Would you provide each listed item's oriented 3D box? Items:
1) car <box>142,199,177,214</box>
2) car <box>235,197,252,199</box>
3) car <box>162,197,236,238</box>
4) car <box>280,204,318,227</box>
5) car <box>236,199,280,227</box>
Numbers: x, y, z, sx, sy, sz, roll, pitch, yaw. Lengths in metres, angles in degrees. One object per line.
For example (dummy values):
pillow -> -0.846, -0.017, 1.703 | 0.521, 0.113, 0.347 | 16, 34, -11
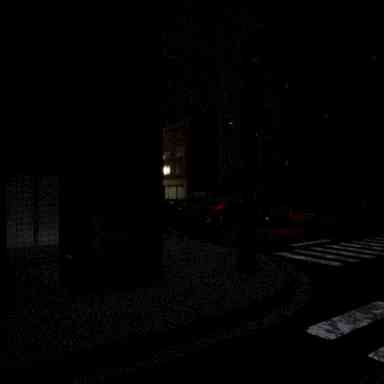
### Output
car -> -3.611, 1.529, 36.441 | 1.887, 1.381, 4.507 | 0, 0, -35
car -> 2.971, 1.312, 27.184 | 2.192, 1.841, 5.009 | 0, 0, -35
car -> -0.284, 1.284, 17.912 | 2.192, 1.841, 5.009 | 0, 0, -35
car -> 6.162, 1.529, 22.694 | 1.752, 1.417, 4.829 | 0, 0, -35
car -> 3.197, 1.468, 22.483 | 1.882, 1.535, 5.008 | 0, 0, -35
